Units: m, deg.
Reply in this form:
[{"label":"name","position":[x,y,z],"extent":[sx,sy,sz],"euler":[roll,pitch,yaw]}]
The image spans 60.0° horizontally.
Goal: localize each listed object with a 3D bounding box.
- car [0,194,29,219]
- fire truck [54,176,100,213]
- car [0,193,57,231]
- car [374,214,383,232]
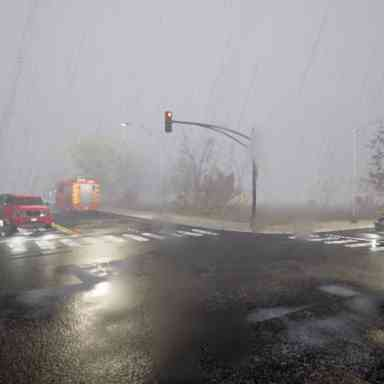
[{"label":"car","position":[-16.254,1.184,30.076],"extent":[2.150,2.045,5.566],"euler":[0,0,-33]},{"label":"fire truck","position":[-12.893,0.298,37.079],"extent":[2.891,3.827,8.468],"euler":[0,0,-33]},{"label":"car","position":[-10.480,1.199,20.998],"extent":[2.150,2.045,5.566],"euler":[0,0,-35]},{"label":"car","position":[13.276,1.753,20.833],"extent":[4.892,1.490,1.837],"euler":[1,0,-36]}]
